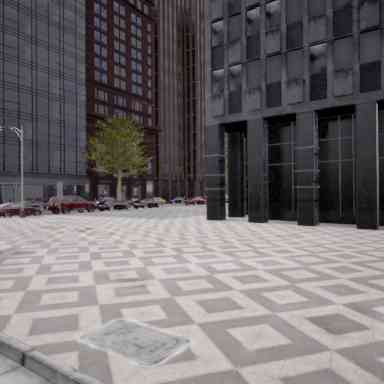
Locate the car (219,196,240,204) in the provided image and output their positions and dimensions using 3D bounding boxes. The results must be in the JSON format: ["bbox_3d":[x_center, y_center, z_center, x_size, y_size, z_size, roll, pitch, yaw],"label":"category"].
[{"bbox_3d":[7.000,1.466,61.808,1.947,1.339,4.313,-1,0,35],"label":"car"}]

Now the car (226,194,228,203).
[{"bbox_3d":[3.803,1.224,57.164,2.192,1.841,5.009,-1,0,35],"label":"car"}]

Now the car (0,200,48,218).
[{"bbox_3d":[-15.367,1.578,29.287,1.802,1.307,4.206,-1,0,35],"label":"car"}]

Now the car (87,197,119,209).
[{"bbox_3d":[-12.804,1.486,48.060,1.967,1.590,4.097,-1,0,35],"label":"car"}]

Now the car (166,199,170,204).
[{"bbox_3d":[-6.508,1.547,57.212,1.752,1.417,4.829,-1,0,35],"label":"car"}]

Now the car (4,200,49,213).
[{"bbox_3d":[-19.193,1.644,38.767,1.947,1.339,4.313,-1,0,35],"label":"car"}]

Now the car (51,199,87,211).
[{"bbox_3d":[-15.998,1.644,43.413,1.802,1.307,4.206,-1,0,35],"label":"car"}]

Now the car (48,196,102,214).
[{"bbox_3d":[-12.174,1.292,33.935,2.192,1.841,5.009,-1,0,35],"label":"car"}]

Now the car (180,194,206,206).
[{"bbox_3d":[0.609,1.464,52.517,1.887,1.381,4.507,-1,0,35],"label":"car"}]

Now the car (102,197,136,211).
[{"bbox_3d":[-8.976,1.526,38.579,1.947,1.339,4.313,-1,0,35],"label":"car"}]

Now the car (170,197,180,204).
[{"bbox_3d":[-3.215,1.576,62.000,1.947,1.339,4.313,-1,0,35],"label":"car"}]

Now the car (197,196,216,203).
[{"bbox_3d":[3.177,1.537,71.293,1.887,1.381,4.507,-1,0,35],"label":"car"}]

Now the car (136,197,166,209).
[{"bbox_3d":[-5.781,1.510,43.224,1.947,1.339,4.313,-1,0,35],"label":"car"}]

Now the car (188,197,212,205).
[{"bbox_3d":[1.454,1.541,58.284,1.895,1.301,4.718,-1,0,34],"label":"car"}]

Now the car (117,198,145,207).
[{"bbox_3d":[-9.606,1.615,52.706,1.802,1.307,4.206,-1,0,35],"label":"car"}]

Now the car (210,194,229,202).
[{"bbox_3d":[6.370,1.298,75.940,2.192,1.841,5.009,-1,0,35],"label":"car"}]

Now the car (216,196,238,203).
[{"bbox_3d":[7.116,1.472,66.515,2.033,1.411,5.357,-1,0,35],"label":"car"}]
